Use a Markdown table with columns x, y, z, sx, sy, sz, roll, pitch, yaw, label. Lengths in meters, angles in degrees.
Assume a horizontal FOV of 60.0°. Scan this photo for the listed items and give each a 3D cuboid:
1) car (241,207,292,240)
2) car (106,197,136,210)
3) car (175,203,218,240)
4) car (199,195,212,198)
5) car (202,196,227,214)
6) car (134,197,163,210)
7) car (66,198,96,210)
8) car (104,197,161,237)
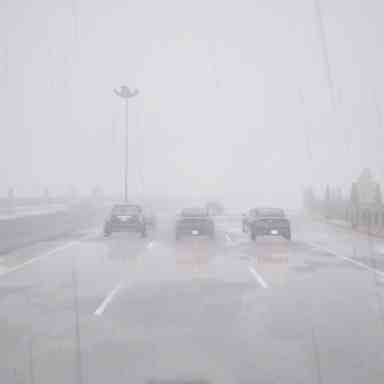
| x | y | z | sx | sy | sz | roll | pitch | yaw | label |
| --- | --- | --- | --- | --- | --- | --- | --- | --- | --- |
| 3.703 | 1.510 | 17.029 | 1.837 | 1.490 | 4.892 | 0 | 0 | 2 | car |
| -9.533 | 1.516 | 45.088 | 1.837 | 1.490 | 4.892 | 0 | 0 | 17 | car |
| 0.201 | 1.510 | 16.962 | 1.837 | 1.490 | 4.892 | 0 | 0 | 2 | car |
| 3.526 | 1.368 | 79.071 | 2.033 | 1.411 | 5.357 | 0 | 0 | 34 | car |
| 2.456 | 1.515 | 34.958 | 1.837 | 1.490 | 4.892 | 0 | 0 | 13 | car |
| -5.815 | 1.490 | 45.259 | 1.882 | 1.535 | 5.008 | 0 | 0 | 18 | car |
| -13.969 | 1.537 | 42.117 | 1.812 | 1.442 | 4.674 | 0 | 0 | 15 | car |
| -3.229 | 1.357 | 18.357 | 2.097 | 1.767 | 4.553 | 0 | 0 | 2 | car |
